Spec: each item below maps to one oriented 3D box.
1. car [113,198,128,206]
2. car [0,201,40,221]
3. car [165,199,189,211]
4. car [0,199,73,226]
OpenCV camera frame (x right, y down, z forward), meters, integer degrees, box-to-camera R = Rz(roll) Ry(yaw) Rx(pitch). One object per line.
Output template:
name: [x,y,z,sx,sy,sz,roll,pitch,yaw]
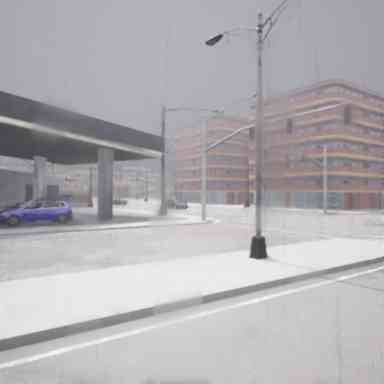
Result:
car: [-13.306,1.804,60.304,1.895,1.301,4.718,1,0,-36]
car: [-14.440,1.485,26.682,3.806,1.475,1.970,1,0,-35]
car: [-2.355,1.710,45.399,1.837,1.490,4.892,1,0,-36]
car: [-10.479,1.332,22.451,4.611,1.667,2.242,1,0,-35]
